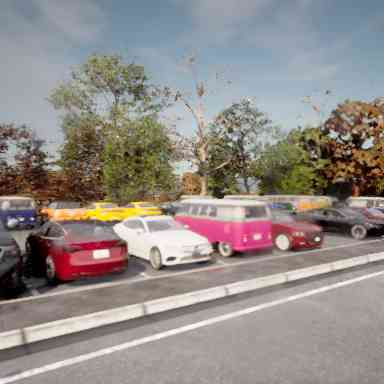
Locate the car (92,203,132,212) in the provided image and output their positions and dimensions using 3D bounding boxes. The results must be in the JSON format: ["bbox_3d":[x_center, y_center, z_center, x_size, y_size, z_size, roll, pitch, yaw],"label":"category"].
[{"bbox_3d":[-6.491,1.502,23.679,2.097,1.535,5.008,0,0,-35],"label":"car"}]

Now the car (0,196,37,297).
[{"bbox_3d":[-5.728,1.228,8.136,2.435,2.045,5.566,0,0,-35],"label":"car"}]

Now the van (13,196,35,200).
[{"bbox_3d":[-10.972,1.261,20.638,1.878,1.987,4.442,0,0,-35],"label":"van"}]

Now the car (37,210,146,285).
[{"bbox_3d":[-3.500,1.516,9.794,2.163,1.488,4.792,0,0,-35],"label":"car"}]

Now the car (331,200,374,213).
[{"bbox_3d":[20.669,1.877,43.025,2.002,1.452,4.674,1,-1,-35],"label":"car"}]

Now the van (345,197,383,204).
[{"bbox_3d":[12.414,1.316,20.948,1.878,1.987,4.442,0,0,-35],"label":"van"}]

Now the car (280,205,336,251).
[{"bbox_3d":[3.297,1.510,14.605,2.097,1.535,5.008,0,0,-35],"label":"car"}]

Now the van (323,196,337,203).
[{"bbox_3d":[13.733,1.452,38.232,1.878,1.987,4.442,1,-1,-35],"label":"van"}]

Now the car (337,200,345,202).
[{"bbox_3d":[16.074,1.479,39.721,2.435,2.045,5.566,1,-1,-35],"label":"car"}]

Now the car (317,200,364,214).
[{"bbox_3d":[18.414,1.784,41.416,2.097,1.535,5.008,1,-1,-35],"label":"car"}]

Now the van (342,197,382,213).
[{"bbox_3d":[22.757,1.661,44.658,1.878,1.987,4.442,1,-1,-35],"label":"van"}]

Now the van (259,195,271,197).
[{"bbox_3d":[4.958,1.316,31.696,1.878,1.987,4.442,0,0,-35],"label":"van"}]

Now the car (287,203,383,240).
[{"bbox_3d":[7.839,1.556,17.797,2.163,1.488,4.792,0,0,-35],"label":"car"}]

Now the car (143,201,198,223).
[{"bbox_3d":[-1.875,1.520,26.966,2.231,1.521,4.892,0,0,-35],"label":"car"}]

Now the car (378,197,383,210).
[{"bbox_3d":[31.969,1.848,51.041,2.435,2.045,5.566,1,-1,-35],"label":"car"}]

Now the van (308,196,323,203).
[{"bbox_3d":[11.579,1.402,36.697,1.878,1.987,4.442,1,-1,-35],"label":"van"}]

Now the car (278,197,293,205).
[{"bbox_3d":[7.144,1.550,33.402,2.097,1.535,5.008,0,0,-35],"label":"car"}]

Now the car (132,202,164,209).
[{"bbox_3d":[-4.132,1.510,25.359,2.097,1.535,5.008,0,0,-35],"label":"car"}]

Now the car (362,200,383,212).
[{"bbox_3d":[27.439,1.994,47.842,2.097,1.535,5.008,1,-1,-35],"label":"car"}]

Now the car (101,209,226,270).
[{"bbox_3d":[-1.224,1.535,11.382,2.002,1.452,4.674,0,0,-35],"label":"car"}]

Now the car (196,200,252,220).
[{"bbox_3d":[2.742,1.531,30.035,1.946,1.575,5.366,0,0,-35],"label":"car"}]

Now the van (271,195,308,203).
[{"bbox_3d":[9.350,1.347,34.824,1.878,1.987,4.442,1,0,-35],"label":"van"}]

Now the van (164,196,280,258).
[{"bbox_3d":[0.972,1.277,13.086,1.878,1.987,4.442,0,0,-35],"label":"van"}]

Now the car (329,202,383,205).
[{"bbox_3d":[10.083,1.574,19.434,2.002,1.452,4.674,0,0,-35],"label":"car"}]

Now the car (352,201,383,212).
[{"bbox_3d":[25.076,1.979,46.170,2.002,1.452,4.674,1,-1,-35],"label":"car"}]

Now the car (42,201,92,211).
[{"bbox_3d":[-8.630,1.369,22.124,2.185,1.767,4.553,0,0,-35],"label":"car"}]
